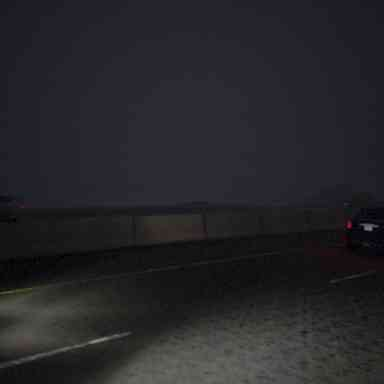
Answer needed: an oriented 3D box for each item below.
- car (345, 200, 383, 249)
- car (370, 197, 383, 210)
[{"bbox_3d":[8.086,1.315,12.902,4.553,1.767,2.097,0,0,-31],"label":"car"},{"bbox_3d":[24.530,1.375,40.693,4.902,1.511,2.128,0,0,-22],"label":"car"}]
